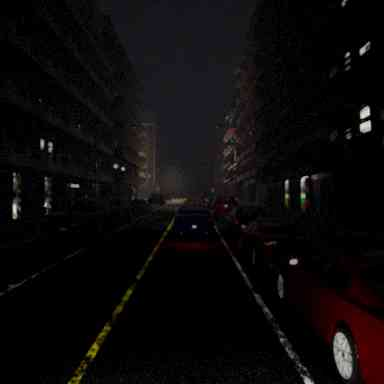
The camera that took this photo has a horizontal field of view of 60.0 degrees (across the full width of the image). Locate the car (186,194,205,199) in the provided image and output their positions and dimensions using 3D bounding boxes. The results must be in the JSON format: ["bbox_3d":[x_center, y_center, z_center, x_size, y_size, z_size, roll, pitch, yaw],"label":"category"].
[{"bbox_3d":[0.102,1.278,35.018,1.882,1.535,5.008,0,0,0],"label":"car"}]

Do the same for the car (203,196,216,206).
[{"bbox_3d":[2.548,1.321,49.372,1.802,1.307,4.206,1,0,0],"label":"car"}]

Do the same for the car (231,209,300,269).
[{"bbox_3d":[2.584,1.478,10.653,1.887,1.381,4.507,1,0,0],"label":"car"}]

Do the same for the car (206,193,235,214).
[{"bbox_3d":[2.554,1.155,27.245,2.192,1.841,5.009,1,0,0],"label":"car"}]

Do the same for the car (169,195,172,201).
[{"bbox_3d":[-5.299,1.252,71.552,1.802,1.307,4.206,1,0,0],"label":"car"}]

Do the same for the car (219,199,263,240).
[{"bbox_3d":[2.593,1.342,16.184,1.967,1.590,4.097,1,0,0],"label":"car"}]

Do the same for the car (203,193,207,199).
[{"bbox_3d":[2.551,1.226,38.309,1.967,1.590,4.097,1,0,0],"label":"car"}]

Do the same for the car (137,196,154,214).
[{"bbox_3d":[-5.298,1.377,32.837,1.947,1.339,4.313,1,0,0],"label":"car"}]

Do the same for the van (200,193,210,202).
[{"bbox_3d":[2.552,1.026,65.965,1.690,1.788,3.998,1,0,0],"label":"van"}]

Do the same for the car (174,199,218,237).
[{"bbox_3d":[0.100,1.372,17.245,1.882,1.535,5.008,0,0,0],"label":"car"}]

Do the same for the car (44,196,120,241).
[{"bbox_3d":[-5.291,1.216,16.244,2.192,1.841,5.009,1,0,0],"label":"car"}]

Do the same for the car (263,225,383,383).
[{"bbox_3d":[2.584,1.512,5.123,1.887,1.381,4.507,1,0,0],"label":"car"}]

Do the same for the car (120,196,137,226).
[{"bbox_3d":[-5.291,1.184,21.773,2.192,1.841,5.009,1,0,0],"label":"car"}]

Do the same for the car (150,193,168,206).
[{"bbox_3d":[-5.292,1.054,49.426,2.192,1.841,5.009,1,0,0],"label":"car"}]
